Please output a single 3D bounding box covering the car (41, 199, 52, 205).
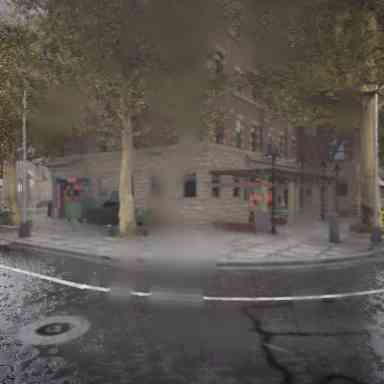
[{"bbox_3d":[-23.654,1.649,57.523,1.895,1.301,4.718,0,0,36],"label":"car"}]
